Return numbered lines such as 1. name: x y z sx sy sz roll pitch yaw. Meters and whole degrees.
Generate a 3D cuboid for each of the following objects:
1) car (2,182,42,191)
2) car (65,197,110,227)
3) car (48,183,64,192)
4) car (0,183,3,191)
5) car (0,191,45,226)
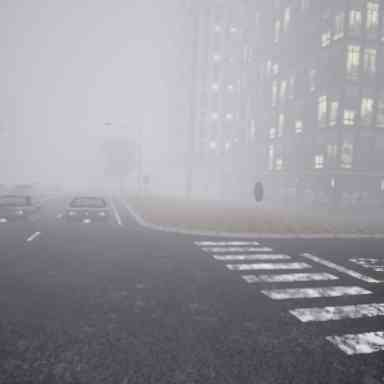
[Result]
1. car: -16.117 -0.024 31.823 1.882 1.535 5.008 2 2 -15
2. car: -5.092 0.892 16.518 1.895 1.301 4.718 2 1 -15
3. car: -21.757 -0.702 53.291 1.994 1.385 4.181 2 2 -15
4. car: -19.946 -0.206 33.583 1.882 1.535 5.008 2 2 -15
5. car: -8.248 0.800 15.677 1.895 1.301 4.718 2 1 -15
